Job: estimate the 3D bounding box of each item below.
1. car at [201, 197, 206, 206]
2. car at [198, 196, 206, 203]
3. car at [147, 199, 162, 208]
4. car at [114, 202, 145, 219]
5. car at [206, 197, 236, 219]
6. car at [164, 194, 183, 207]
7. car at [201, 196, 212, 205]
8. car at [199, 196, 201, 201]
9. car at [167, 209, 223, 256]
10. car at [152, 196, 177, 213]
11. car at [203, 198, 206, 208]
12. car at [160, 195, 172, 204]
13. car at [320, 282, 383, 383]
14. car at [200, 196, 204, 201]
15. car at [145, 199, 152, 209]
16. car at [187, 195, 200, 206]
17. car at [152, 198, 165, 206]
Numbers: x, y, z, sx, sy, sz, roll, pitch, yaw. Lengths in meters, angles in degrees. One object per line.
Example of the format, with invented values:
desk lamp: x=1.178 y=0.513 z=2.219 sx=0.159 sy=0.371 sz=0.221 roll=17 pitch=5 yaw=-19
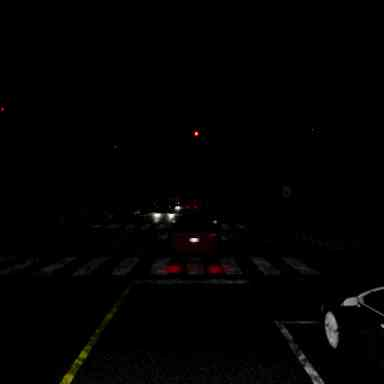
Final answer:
car: x=2.749 y=1.690 z=46.373 sx=2.008 sy=1.369 sz=4.403 roll=0 pitch=0 yaw=0
car: x=2.331 y=1.765 z=80.659 sx=1.837 sy=1.490 sz=4.892 roll=0 pitch=0 yaw=0
car: x=-5.778 y=1.740 z=51.820 sx=1.802 sy=1.307 sz=4.206 roll=0 pitch=0 yaw=0
car: x=-5.771 y=1.648 z=29.992 sx=1.947 sy=1.339 sz=4.313 roll=0 pitch=0 yaw=0
car: x=2.754 y=1.397 z=30.005 sx=2.192 sy=1.841 sz=5.009 roll=0 pitch=0 yaw=0
car: x=-3.074 y=1.397 z=56.660 sx=2.150 sy=2.045 sz=5.566 roll=0 pitch=0 yaw=0
car: x=2.744 y=1.637 z=62.743 sx=1.967 sy=1.590 sz=4.097 roll=0 pitch=0 yaw=0
car: x=2.746 y=1.617 z=57.286 sx=1.967 sy=1.590 sz=4.097 roll=0 pitch=0 yaw=0
car: x=0.085 y=1.625 z=13.426 sx=1.994 sy=1.385 sz=4.181 roll=1 pitch=0 yaw=0
car: x=-3.107 y=1.590 z=38.904 sx=1.882 sy=1.535 sz=5.008 roll=0 pitch=0 yaw=0
car: x=2.751 y=1.686 z=40.916 sx=1.947 sy=1.339 sz=4.313 roll=0 pitch=0 yaw=0
car: x=-5.784 y=1.550 z=73.649 sx=2.192 sy=1.841 sz=5.009 roll=0 pitch=0 yaw=0
car: x=2.762 y=1.559 z=3.339 sx=2.008 sy=1.369 sz=4.403 roll=0 pitch=0 yaw=0
car: x=2.748 y=1.709 z=51.830 sx=2.008 sy=1.369 sz=4.403 roll=0 pitch=0 yaw=0
car: x=-5.776 y=1.690 z=46.363 sx=2.008 sy=1.369 sz=4.403 roll=0 pitch=0 yaw=0
car: x=0.036 y=1.715 z=60.609 sx=1.812 sy=1.442 sz=4.674 roll=0 pitch=0 yaw=0
car: x=-5.779 y=1.759 z=57.277 sx=1.802 sy=1.307 sz=4.206 roll=0 pitch=0 yaw=0
